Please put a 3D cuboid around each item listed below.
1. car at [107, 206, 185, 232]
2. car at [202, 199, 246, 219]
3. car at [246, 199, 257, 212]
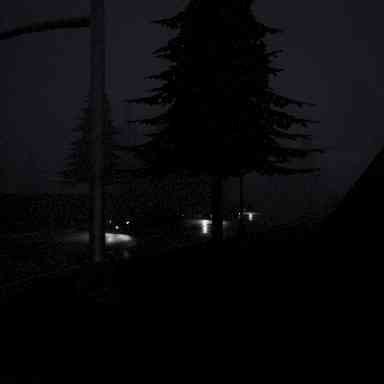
[{"bbox_3d":[-2.587,1.547,20.357,2.033,1.411,5.357,0,0,35],"label":"car"},{"bbox_3d":[2.735,1.547,29.223,2.033,1.411,5.357,0,0,26],"label":"car"},{"bbox_3d":[6.507,1.547,38.959,2.033,1.411,5.357,0,0,16],"label":"car"}]
